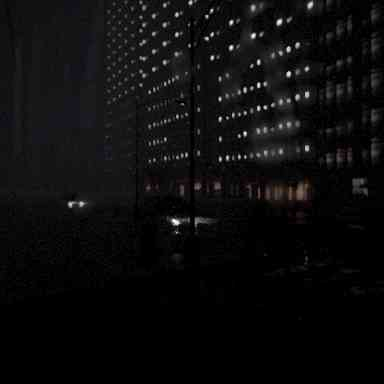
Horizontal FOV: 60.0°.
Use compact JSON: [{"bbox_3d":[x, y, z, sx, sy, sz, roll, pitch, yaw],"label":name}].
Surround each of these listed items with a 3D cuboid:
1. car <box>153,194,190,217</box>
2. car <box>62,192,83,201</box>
[{"bbox_3d":[-1.756,0.947,25.376,1.882,1.535,5.008,0,1,-35],"label":"car"},{"bbox_3d":[-17.042,0.634,47.391,1.895,1.301,4.718,0,1,-34],"label":"car"}]
